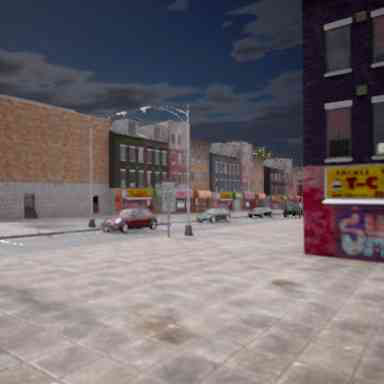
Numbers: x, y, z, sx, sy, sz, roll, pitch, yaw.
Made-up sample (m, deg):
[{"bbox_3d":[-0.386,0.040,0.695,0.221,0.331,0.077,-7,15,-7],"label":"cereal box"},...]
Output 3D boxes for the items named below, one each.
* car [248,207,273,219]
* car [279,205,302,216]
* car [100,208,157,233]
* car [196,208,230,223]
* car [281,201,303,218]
[{"bbox_3d":[8.408,2.484,40.459,1.947,1.339,4.313,-2,-3,36],"label":"car"},{"bbox_3d":[14.652,2.711,49.175,1.752,1.417,4.829,-2,-3,36],"label":"car"},{"bbox_3d":[-4.283,1.872,22.755,1.967,1.590,4.097,-2,-2,36],"label":"car"},{"bbox_3d":[2.062,2.217,31.604,2.008,1.369,4.403,-2,-2,36],"label":"car"},{"bbox_3d":[13.591,2.247,42.968,2.150,2.045,5.566,0,-2,36],"label":"car"}]
